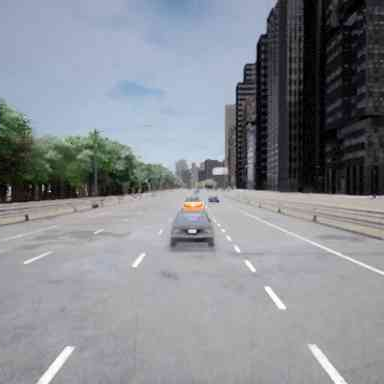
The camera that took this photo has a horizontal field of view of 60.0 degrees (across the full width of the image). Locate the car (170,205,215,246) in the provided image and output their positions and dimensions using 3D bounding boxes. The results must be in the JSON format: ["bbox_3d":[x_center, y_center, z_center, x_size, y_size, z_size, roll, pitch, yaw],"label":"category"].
[{"bbox_3d":[0.021,1.522,15.057,2.033,1.411,5.357,0,0,0],"label":"car"}]

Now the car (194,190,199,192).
[{"bbox_3d":[0.795,0.924,87.211,1.895,1.301,4.718,0,1,1],"label":"car"}]

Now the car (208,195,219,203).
[{"bbox_3d":[4.010,1.238,62.840,1.812,1.442,4.674,0,0,1],"label":"car"}]

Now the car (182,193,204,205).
[{"bbox_3d":[0.108,1.243,32.690,2.097,1.767,4.553,0,0,0],"label":"car"}]
